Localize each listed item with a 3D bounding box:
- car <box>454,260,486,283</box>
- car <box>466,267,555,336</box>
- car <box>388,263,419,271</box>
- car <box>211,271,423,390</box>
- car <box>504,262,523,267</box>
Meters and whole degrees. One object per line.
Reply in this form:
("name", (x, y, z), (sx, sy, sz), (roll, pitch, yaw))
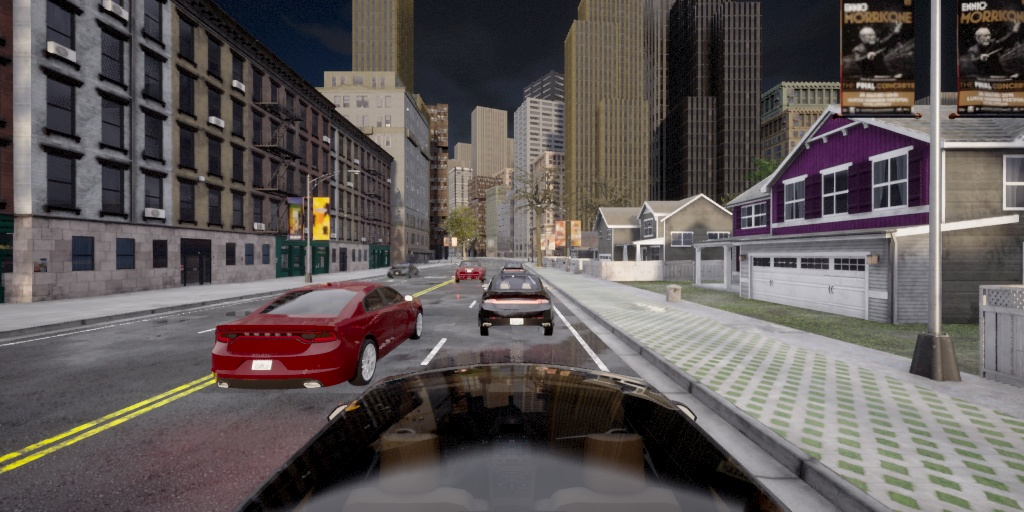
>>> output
("car", (-3.124, 1.090, 27.815), (2.097, 1.767, 4.553), (0, 0, -2))
("car", (0.106, 1.239, 10.381), (2.128, 1.511, 4.902), (0, 0, 0))
("car", (-9.828, 1.298, 32.645), (1.994, 1.385, 4.181), (0, 0, 0))
("car", (-3.148, 1.227, 7.006), (1.882, 1.535, 5.008), (0, 0, 0))
("car", (0.116, 1.229, 27.800), (2.128, 1.511, 4.902), (0, 0, 0))
